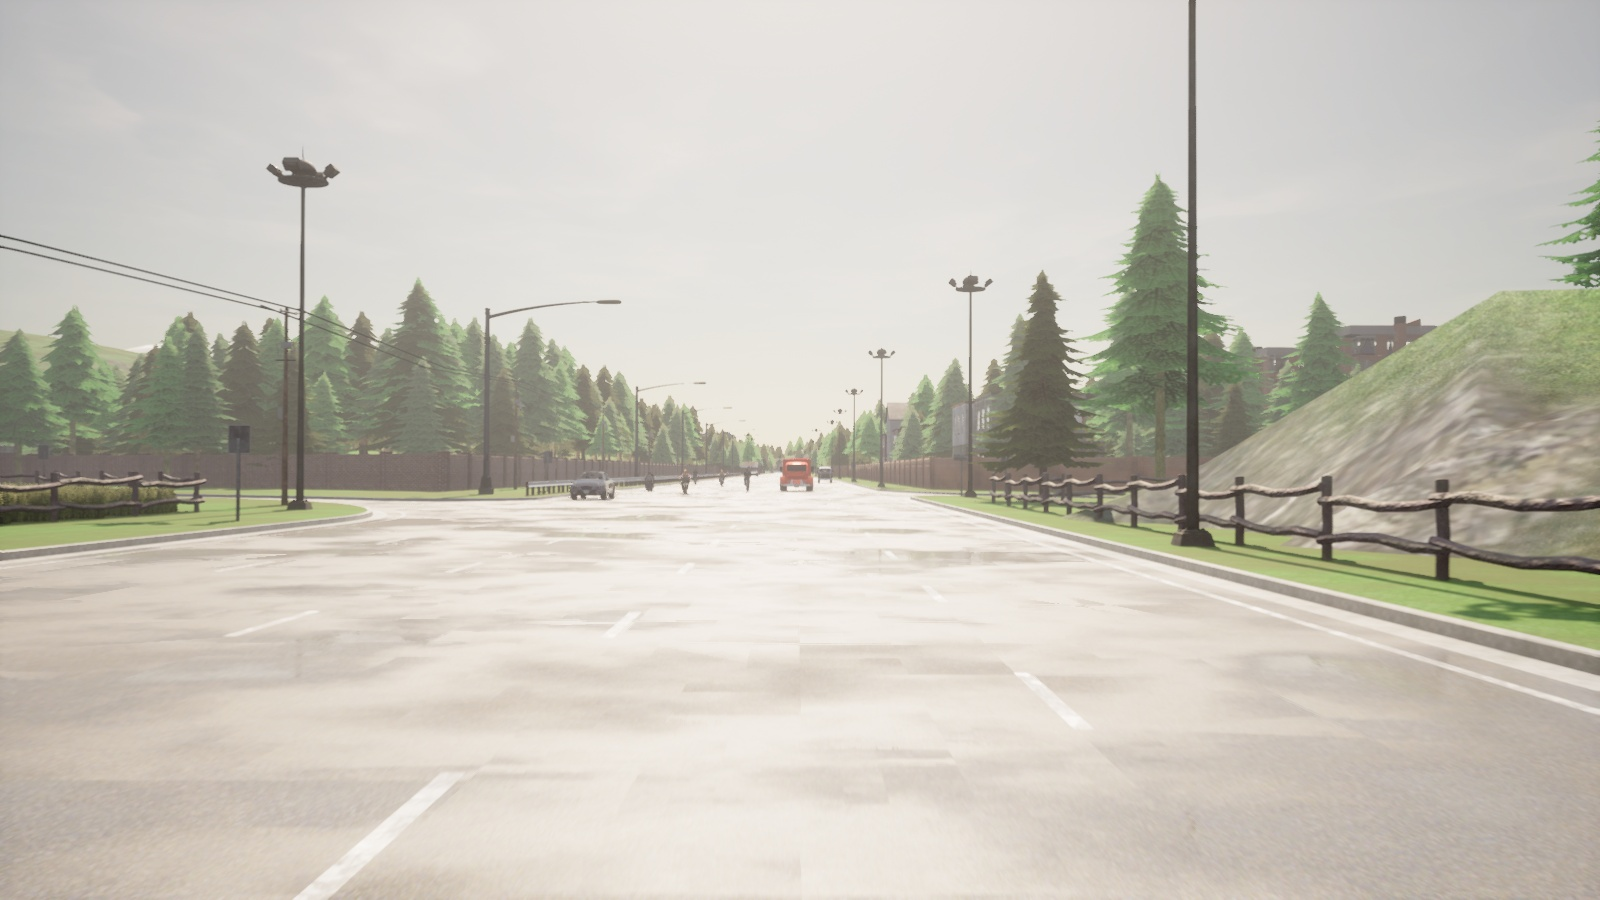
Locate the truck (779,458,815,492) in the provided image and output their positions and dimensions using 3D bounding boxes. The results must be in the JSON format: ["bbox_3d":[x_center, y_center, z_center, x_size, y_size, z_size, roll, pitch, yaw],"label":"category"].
[{"bbox_3d":[-0.235,1.847,94.503,2.627,2.467,5.204,0,-1,0],"label":"truck"}]

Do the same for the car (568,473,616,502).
[{"bbox_3d":[-10.659,1.908,64.605,1.816,1.474,4.193,0,-1,0],"label":"car"}]
